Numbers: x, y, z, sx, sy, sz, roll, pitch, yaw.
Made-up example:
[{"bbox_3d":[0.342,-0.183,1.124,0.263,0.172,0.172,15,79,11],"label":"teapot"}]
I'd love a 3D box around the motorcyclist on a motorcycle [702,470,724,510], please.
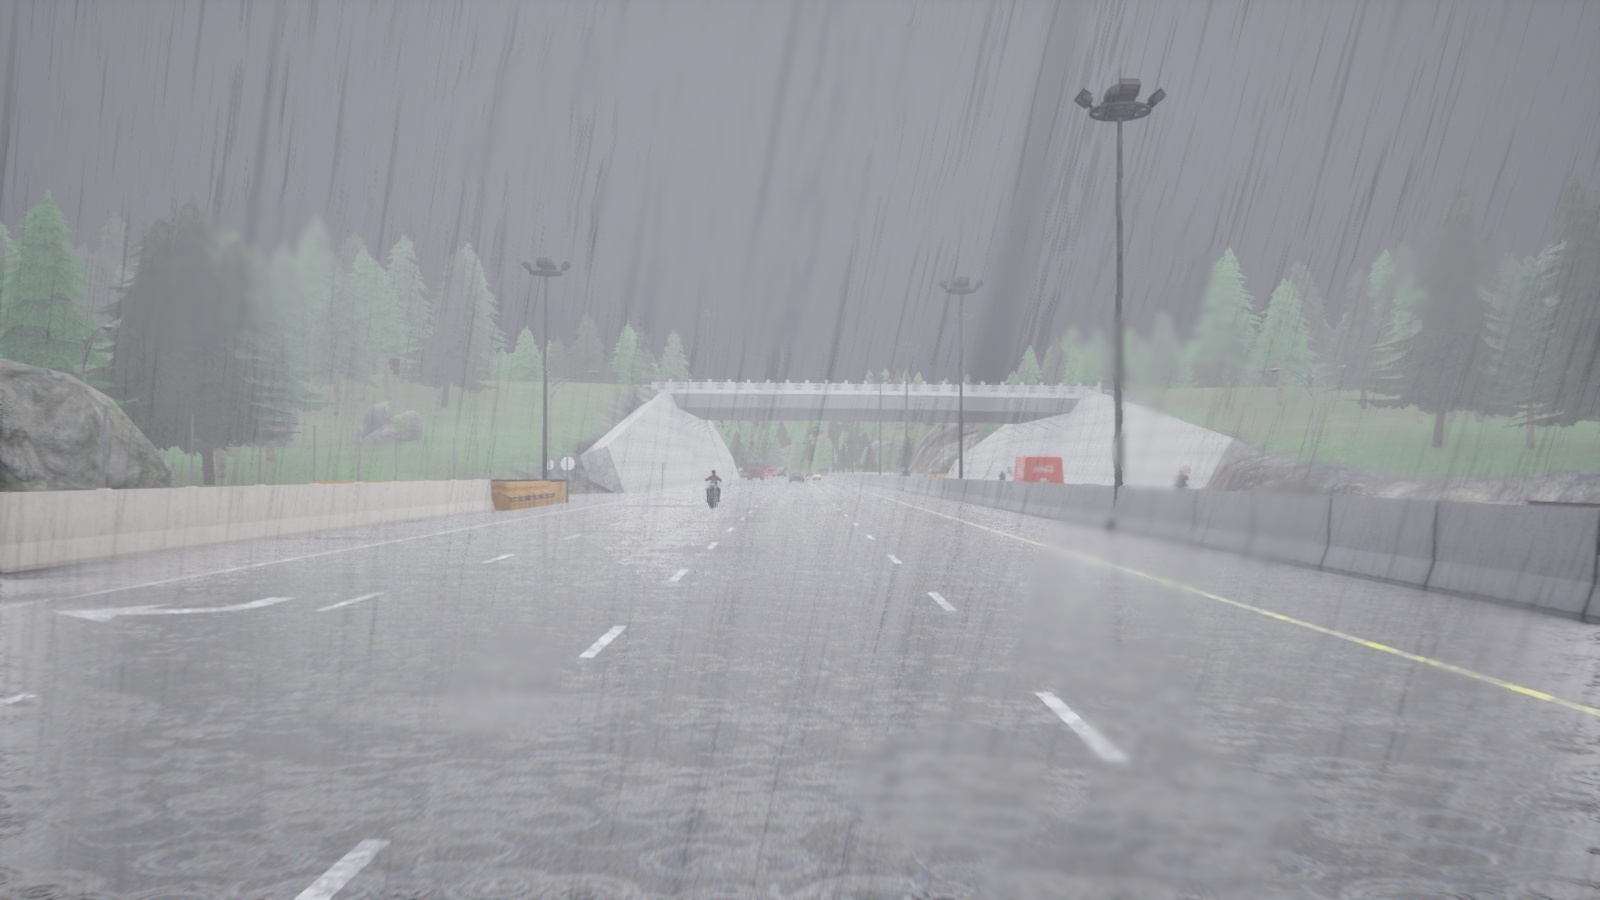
[{"bbox_3d":[-3.628,1.659,52.520,0.766,1.649,2.350,0,-1,0],"label":"motorcyclist on a motorcycle"}]

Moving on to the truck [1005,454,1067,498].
[{"bbox_3d":[13.819,1.509,73.843,2.627,2.467,5.204,0,-1,0],"label":"truck"}]
